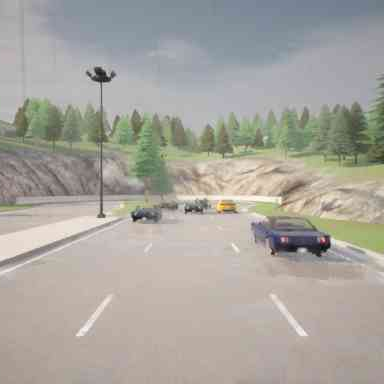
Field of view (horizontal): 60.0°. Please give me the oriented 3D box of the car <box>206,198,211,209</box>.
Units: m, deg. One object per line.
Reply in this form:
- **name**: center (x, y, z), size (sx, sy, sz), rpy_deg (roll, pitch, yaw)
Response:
- **car**: center (1.388, 1.491, 44.566), size (2.128, 1.511, 4.902), rpy_deg (0, 0, 12)

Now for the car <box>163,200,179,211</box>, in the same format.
- **car**: center (-2.804, 1.601, 41.163), size (1.895, 1.301, 4.718), rpy_deg (0, 0, 6)

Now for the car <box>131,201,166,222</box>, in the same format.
- **car**: center (-3.405, 1.600, 25.964), size (1.895, 1.301, 4.718), rpy_deg (0, 0, 0)

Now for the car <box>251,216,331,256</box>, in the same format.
- **car**: center (3.596, 1.601, 13.061), size (1.895, 1.301, 4.718), rpy_deg (0, 0, 0)

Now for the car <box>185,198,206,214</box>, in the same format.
- **car**: center (0.254, 1.601, 35.366), size (1.895, 1.301, 4.718), rpy_deg (0, 0, 2)

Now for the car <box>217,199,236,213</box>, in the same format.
- **car**: center (3.807, 1.478, 36.987), size (1.882, 1.535, 5.008), rpy_deg (0, 0, 2)
